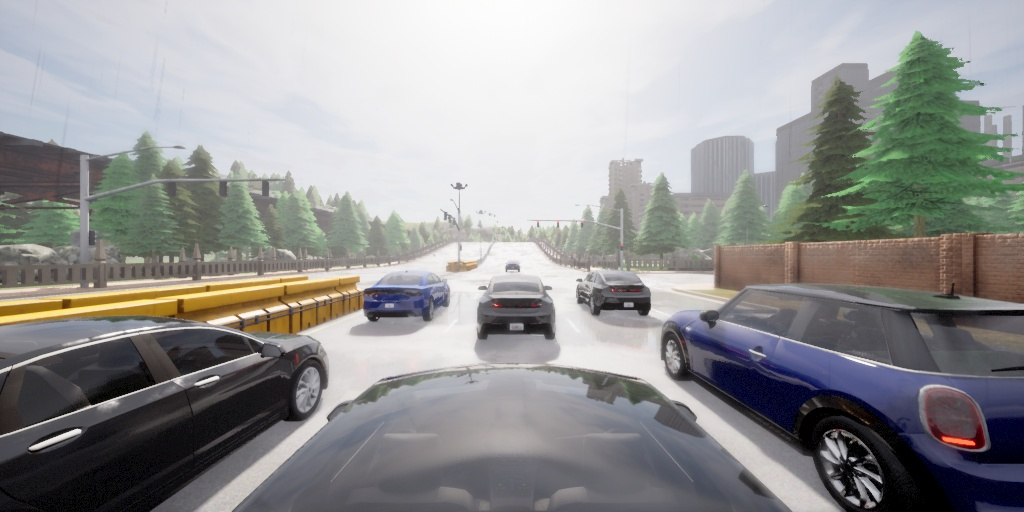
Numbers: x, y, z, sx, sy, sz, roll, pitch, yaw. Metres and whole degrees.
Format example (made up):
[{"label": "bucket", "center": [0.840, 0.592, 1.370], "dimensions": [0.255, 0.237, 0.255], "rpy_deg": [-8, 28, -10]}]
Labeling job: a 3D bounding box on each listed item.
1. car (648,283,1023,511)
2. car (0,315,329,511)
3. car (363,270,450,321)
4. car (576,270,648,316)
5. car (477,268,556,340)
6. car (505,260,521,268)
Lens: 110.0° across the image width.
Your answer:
[{"label": "car", "center": [3.602, 1.102, 4.352], "dimensions": [2.097, 1.767, 4.553], "rpy_deg": [0, 0, 0]}, {"label": "car", "center": [-3.400, 1.255, 2.934], "dimensions": [1.837, 1.490, 4.892], "rpy_deg": [0, 0, 0]}, {"label": "car", "center": [-3.399, 1.228, 12.427], "dimensions": [1.882, 1.535, 5.008], "rpy_deg": [0, 0, 0]}, {"label": "car", "center": [3.619, 1.255, 13.436], "dimensions": [1.837, 1.490, 4.892], "rpy_deg": [0, 0, 1]}, {"label": "car", "center": [0.099, 1.255, 10.003], "dimensions": [1.837, 1.490, 4.892], "rpy_deg": [0, 0, 0]}, {"label": "car", "center": [0.086, 1.276, 46.251], "dimensions": [1.812, 1.442, 4.674], "rpy_deg": [0, 0, 0]}]
